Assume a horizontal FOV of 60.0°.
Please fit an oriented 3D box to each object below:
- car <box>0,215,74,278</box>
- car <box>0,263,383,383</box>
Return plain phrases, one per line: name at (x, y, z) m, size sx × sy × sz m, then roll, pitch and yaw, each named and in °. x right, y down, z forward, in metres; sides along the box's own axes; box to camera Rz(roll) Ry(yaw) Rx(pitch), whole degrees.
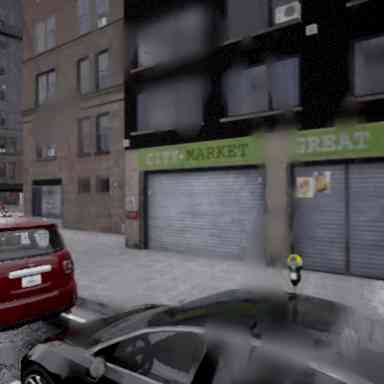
car at (-4.202, 1.347, 6.080) m, size 5.009 × 1.841 × 2.192 m, roll 0°, pitch 0°, yaw 36°
car at (0.295, 1.572, 2.870) m, size 4.313 × 1.339 × 1.947 m, roll 0°, pitch 0°, yaw 36°
